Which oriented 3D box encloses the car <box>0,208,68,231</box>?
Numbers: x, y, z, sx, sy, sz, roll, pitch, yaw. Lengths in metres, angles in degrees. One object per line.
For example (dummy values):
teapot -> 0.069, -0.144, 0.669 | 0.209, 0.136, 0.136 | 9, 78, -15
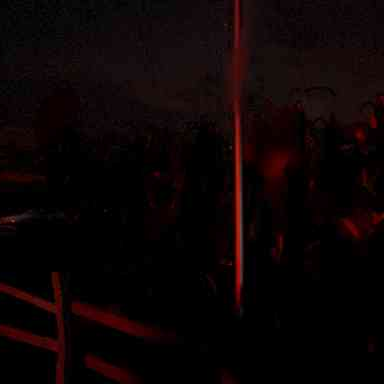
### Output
car -> -10.837, 1.840, 23.315 | 1.812, 1.442, 4.674 | 0, -1, 35
